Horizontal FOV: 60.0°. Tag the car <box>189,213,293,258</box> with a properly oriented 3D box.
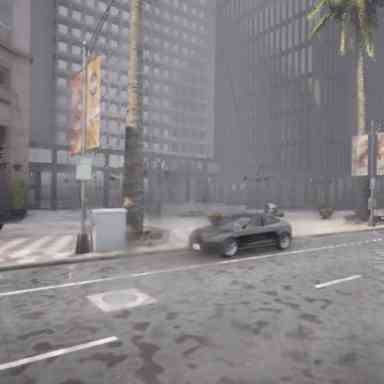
[{"bbox_3d":[2.113,1.640,13.599,4.786,1.482,2.161,1,-1,-36],"label":"car"}]
